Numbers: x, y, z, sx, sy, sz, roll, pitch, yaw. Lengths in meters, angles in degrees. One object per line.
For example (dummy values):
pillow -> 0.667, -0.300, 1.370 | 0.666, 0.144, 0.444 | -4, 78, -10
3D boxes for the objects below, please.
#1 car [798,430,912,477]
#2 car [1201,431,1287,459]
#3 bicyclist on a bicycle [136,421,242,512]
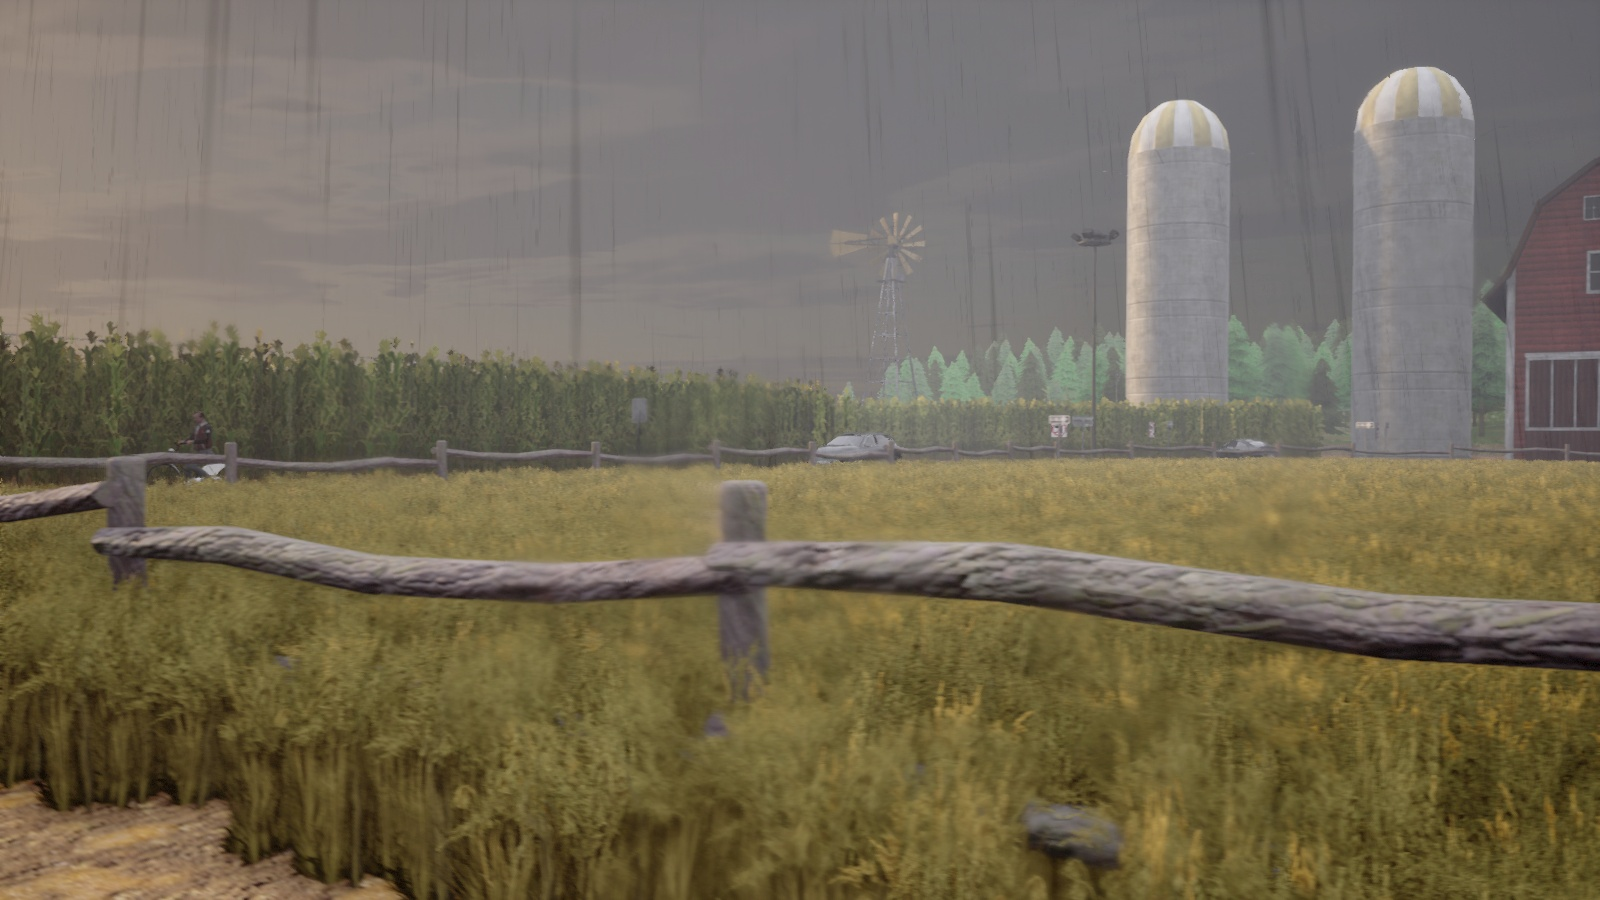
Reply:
car -> 2.107, 0.103, 46.783 | 2.033, 1.649, 4.856 | 0, 1, 33
car -> 23.675, -0.292, 67.142 | 1.812, 1.442, 4.674 | -1, 1, -18
bicyclist on a bicycle -> -12.303, 0.319, 25.333 | 0.659, 1.776, 1.843 | 0, 0, 34
